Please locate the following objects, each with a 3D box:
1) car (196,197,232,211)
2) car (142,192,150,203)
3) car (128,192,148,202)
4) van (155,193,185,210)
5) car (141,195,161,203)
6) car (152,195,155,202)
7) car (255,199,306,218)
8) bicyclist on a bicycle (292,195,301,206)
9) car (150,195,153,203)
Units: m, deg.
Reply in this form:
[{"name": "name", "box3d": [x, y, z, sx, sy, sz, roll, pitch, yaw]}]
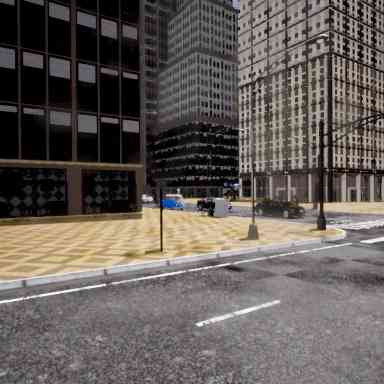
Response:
[{"name": "car", "box3d": [2.417, 1.362, 37.004, 2.128, 1.511, 4.902, -1, 1, -34]}, {"name": "car", "box3d": [-8.554, 1.253, 58.998, 1.812, 1.442, 4.674, -1, 1, -34]}, {"name": "car", "box3d": [-10.927, 0.981, 67.154, 2.192, 1.841, 5.009, 0, 0, -34]}, {"name": "van", "box3d": [-2.389, 1.210, 39.506, 1.690, 1.788, 3.998, 0, 0, -34]}, {"name": "car", "box3d": [-7.829, 1.238, 62.563, 1.887, 1.381, 4.507, 0, 0, -34]}, {"name": "car", "box3d": [-3.227, 1.348, 45.388, 1.812, 1.442, 4.674, -1, 1, -34]}, {"name": "car", "box3d": [7.684, 1.419, 29.191, 1.837, 1.490, 4.892, -1, 1, -34]}, {"name": "bicyclist on a bicycle", "box3d": [11.998, 1.118, 38.415, 1.656, 1.620, 0.582, -1, 1, -34]}, {"name": "car", "box3d": [-4.732, 1.035, 57.969, 2.192, 1.841, 5.009, 0, 0, -34]}]
